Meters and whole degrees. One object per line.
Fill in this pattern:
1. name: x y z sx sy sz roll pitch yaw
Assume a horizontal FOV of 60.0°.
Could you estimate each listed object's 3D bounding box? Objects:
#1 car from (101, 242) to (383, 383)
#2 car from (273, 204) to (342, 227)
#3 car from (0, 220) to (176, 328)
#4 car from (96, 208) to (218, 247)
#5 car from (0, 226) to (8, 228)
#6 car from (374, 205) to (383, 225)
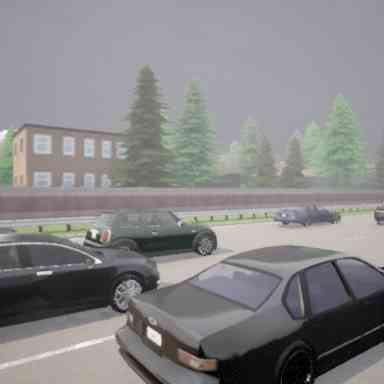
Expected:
1. car: 1.652 1.538 4.922 5.357 1.411 2.033 0 0 -36
2. car: 7.779 1.502 22.196 5.357 1.411 2.033 0 0 -36
3. car: -2.888 1.502 5.985 4.892 1.490 1.837 0 0 -36
4. car: -1.273 1.339 11.438 4.553 1.767 2.097 0 0 -35
5. car: -8.285 1.493 10.733 4.902 1.511 2.128 0 0 -36
6. car: 14.198 1.434 22.478 4.902 1.511 2.128 0 0 -36
